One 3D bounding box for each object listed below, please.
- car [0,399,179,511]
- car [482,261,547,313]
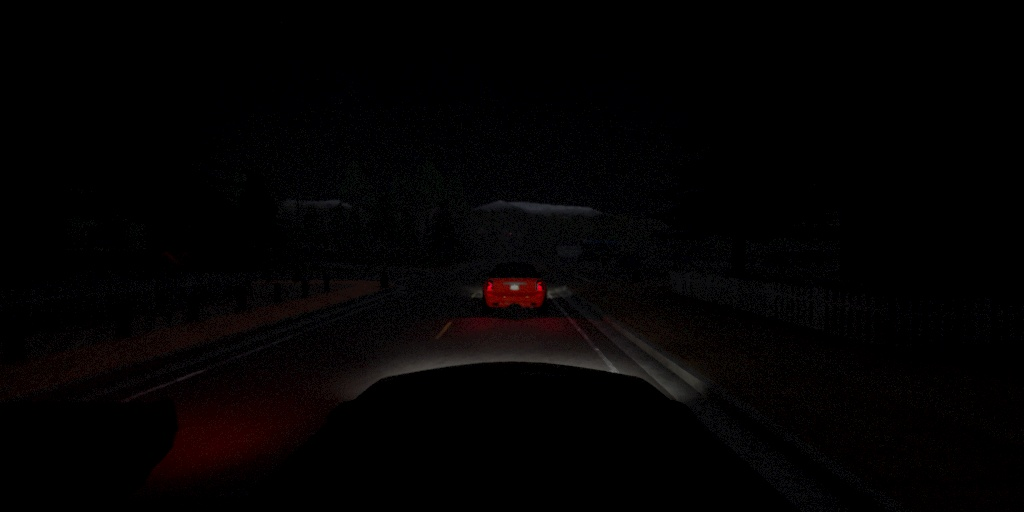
[{"bbox_3d":[-3.585,1.364,0.569,1.895,1.301,4.718,0,1,0],"label":"car"},{"bbox_3d":[0.118,0.968,13.304,2.097,1.767,4.553,0,1,1],"label":"car"}]
